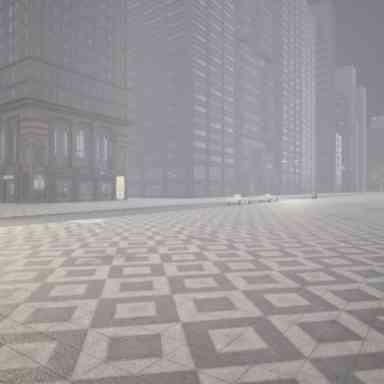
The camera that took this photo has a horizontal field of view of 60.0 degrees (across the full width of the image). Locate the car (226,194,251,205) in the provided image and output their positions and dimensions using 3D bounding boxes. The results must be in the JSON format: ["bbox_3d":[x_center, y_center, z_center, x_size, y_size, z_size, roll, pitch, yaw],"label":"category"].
[{"bbox_3d":[6.361,1.047,45.418,1.812,1.442,4.674,0,1,36],"label":"car"}]

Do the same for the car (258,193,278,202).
[{"bbox_3d":[12.290,0.954,53.823,1.812,1.442,4.674,0,1,35],"label":"car"}]
